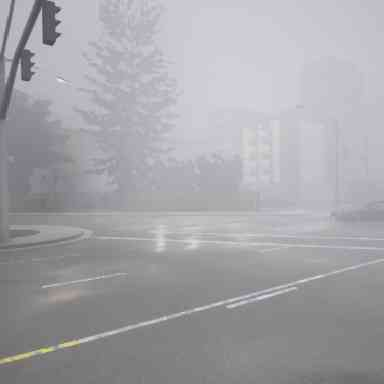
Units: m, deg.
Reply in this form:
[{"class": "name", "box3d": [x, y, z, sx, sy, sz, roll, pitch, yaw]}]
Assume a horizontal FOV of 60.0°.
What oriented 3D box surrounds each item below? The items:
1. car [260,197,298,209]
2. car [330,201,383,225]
[{"class": "car", "box3d": [9.547, 1.193, 37.665, 1.895, 1.301, 4.718, -1, 1, -35]}, {"class": "car", "box3d": [11.634, 1.279, 20.906, 5.357, 1.411, 2.033, -1, 1, 6]}]
